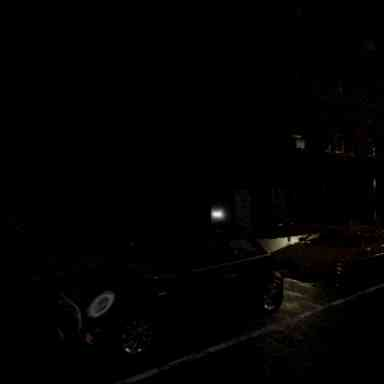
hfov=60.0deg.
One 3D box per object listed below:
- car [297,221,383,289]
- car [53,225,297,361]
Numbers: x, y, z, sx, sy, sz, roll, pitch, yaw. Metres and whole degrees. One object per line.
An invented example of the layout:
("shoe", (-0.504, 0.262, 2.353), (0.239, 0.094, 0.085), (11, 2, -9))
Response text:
("car", (4.045, 1.507, 9.118), (4.829, 1.417, 1.752), (-1, 0, -36))
("car", (-0.281, 1.490, 5.971), (4.097, 1.590, 1.967), (-1, 0, -36))
